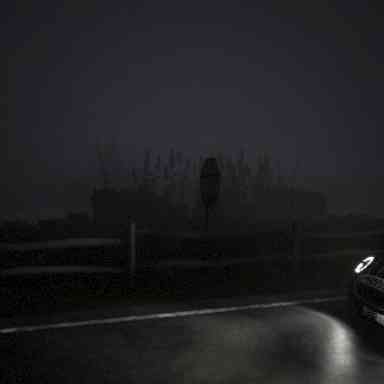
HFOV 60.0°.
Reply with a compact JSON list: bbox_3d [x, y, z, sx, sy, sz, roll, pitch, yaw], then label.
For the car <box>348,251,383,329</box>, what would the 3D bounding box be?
[{"bbox_3d":[4.899,1.271,5.346,4.553,1.767,2.097,1,2,-17],"label":"car"}]
